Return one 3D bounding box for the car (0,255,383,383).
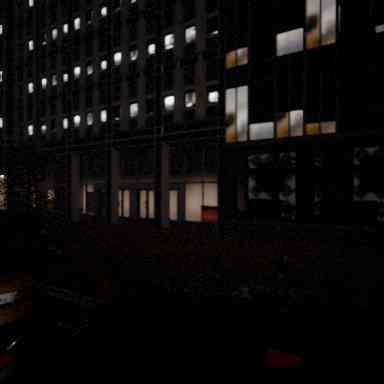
[{"bbox_3d":[0.073,1.447,2.815,4.097,1.590,1.967,0,0,36],"label":"car"}]
